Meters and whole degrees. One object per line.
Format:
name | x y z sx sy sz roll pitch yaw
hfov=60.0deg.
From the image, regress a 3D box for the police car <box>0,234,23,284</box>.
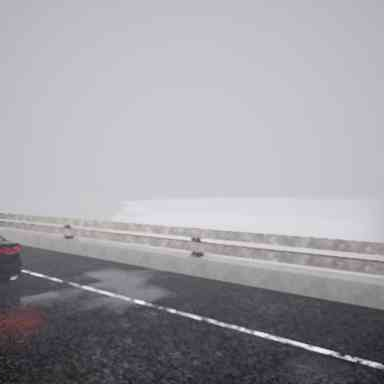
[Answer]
police car | -6.312 1.429 8.410 5.238 1.638 1.930 0 0 36
